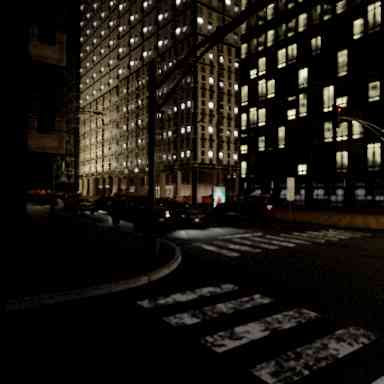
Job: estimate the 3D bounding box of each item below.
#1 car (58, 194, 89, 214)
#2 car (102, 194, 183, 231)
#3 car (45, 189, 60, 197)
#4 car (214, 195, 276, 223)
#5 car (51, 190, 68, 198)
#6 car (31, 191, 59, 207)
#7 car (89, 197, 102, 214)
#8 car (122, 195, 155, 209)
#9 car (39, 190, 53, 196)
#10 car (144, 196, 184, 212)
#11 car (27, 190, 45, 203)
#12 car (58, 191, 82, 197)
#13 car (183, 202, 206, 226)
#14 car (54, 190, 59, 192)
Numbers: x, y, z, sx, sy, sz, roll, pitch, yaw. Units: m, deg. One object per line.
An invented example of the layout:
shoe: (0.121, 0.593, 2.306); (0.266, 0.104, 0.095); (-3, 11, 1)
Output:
car: (-9.547, 1.124, 27.975); (1.802, 1.307, 4.206); (2, 0, -36)
car: (-3.002, 1.065, 19.014); (2.192, 1.841, 5.009); (2, 0, -36)
car: (-28.958, 0.209, 68.820); (1.967, 1.590, 4.097); (2, 0, -36)
car: (3.731, 1.140, 24.001); (2.192, 1.841, 5.009); (2, 0, -36)
car: (-25.693, 0.420, 64.339); (1.887, 1.381, 4.507); (2, 0, -36)
car: (-16.082, 0.883, 36.937); (2.008, 1.369, 4.403); (2, 0, -36)
car: (-6.859, 1.062, 28.664); (1.882, 1.535, 5.008); (1, 1, -36)
car: (-6.083, 1.078, 37.447); (1.947, 1.339, 4.313); (2, 0, -36)
car: (-32.230, 0.207, 73.302); (1.887, 1.381, 4.507); (2, 0, -36)
car: (-2.814, 1.183, 32.965); (1.947, 1.339, 4.313); (2, 0, -36)
car: (-19.350, 0.808, 41.417); (1.802, 1.307, 4.206); (2, 0, -36)
car: (-12.753, 0.887, 36.762); (2.128, 1.511, 4.902); (1, 1, -36)
car: (-1.079, 1.294, 20.738); (1.812, 1.442, 4.674); (1, 1, -36)
car: (-19.822, 0.603, 51.869); (2.128, 1.511, 4.902); (1, 1, -36)
